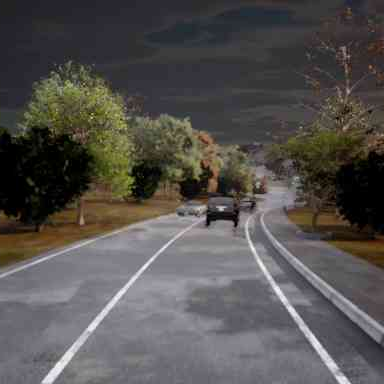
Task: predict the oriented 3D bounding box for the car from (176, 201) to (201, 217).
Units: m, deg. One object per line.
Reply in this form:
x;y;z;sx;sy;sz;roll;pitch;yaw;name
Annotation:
0.010;1.520;30.677;1.895;1.301;4.718;1;0;13;car

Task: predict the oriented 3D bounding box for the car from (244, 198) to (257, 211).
7.017;1.521;41.741;2.128;1.511;4.902;2;0;18;car

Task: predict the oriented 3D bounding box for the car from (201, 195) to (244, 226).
2.313;1.210;23.624;2.150;2.045;5.566;1;0;10;car
